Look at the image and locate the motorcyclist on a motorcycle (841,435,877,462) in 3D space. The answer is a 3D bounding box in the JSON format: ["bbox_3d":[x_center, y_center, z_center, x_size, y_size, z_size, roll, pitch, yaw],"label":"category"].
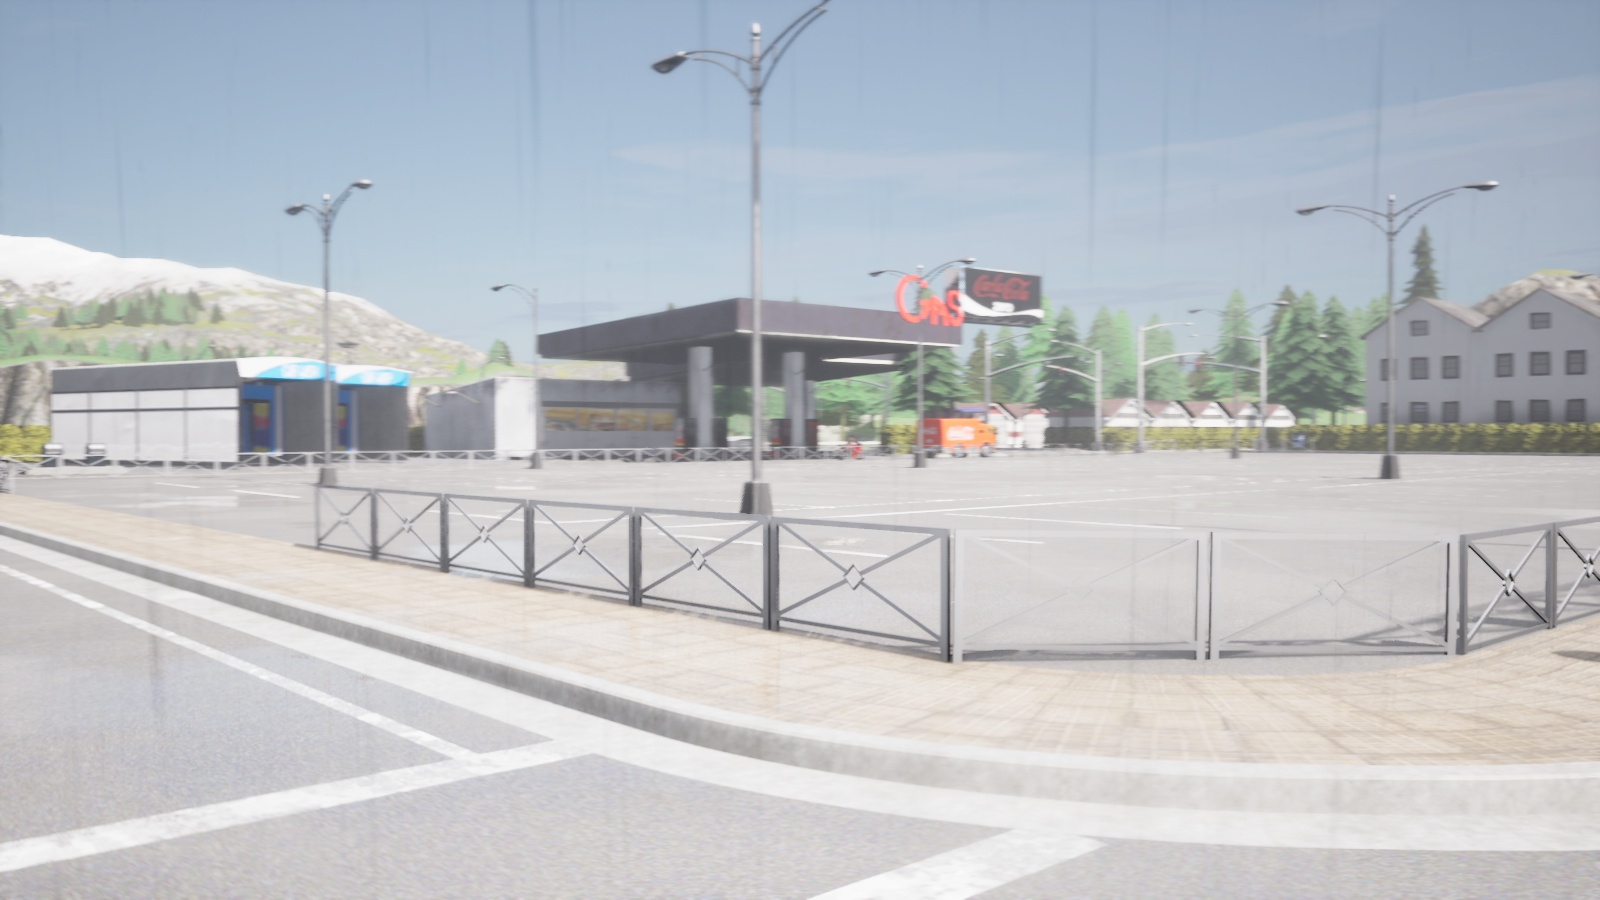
[{"bbox_3d":[3.319,-0.088,70.381,2.044,1.523,0.797,0,1,-40],"label":"motorcyclist on a motorcycle"}]

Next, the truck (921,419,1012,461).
[{"bbox_3d":[10.105,-0.592,76.164,5.204,2.467,2.627,0,1,-41],"label":"truck"}]
